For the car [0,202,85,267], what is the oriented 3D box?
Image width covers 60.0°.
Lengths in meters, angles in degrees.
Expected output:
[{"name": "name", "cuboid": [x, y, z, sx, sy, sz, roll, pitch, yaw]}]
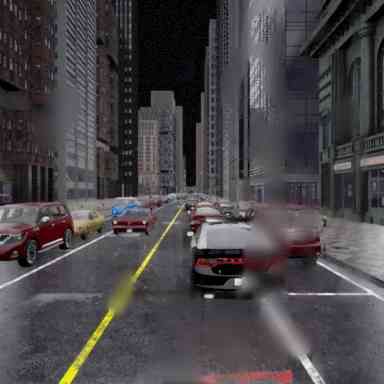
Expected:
[{"name": "car", "cuboid": [-5.751, 1.314, 11.584, 2.192, 1.841, 5.009, 0, 0, 0]}]

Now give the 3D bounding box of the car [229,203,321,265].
[{"name": "car", "cuboid": [2.774, 1.315, 11.579, 2.192, 1.841, 5.009, 0, 0, 0]}]

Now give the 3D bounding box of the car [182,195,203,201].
[{"name": "car", "cuboid": [0.087, 1.506, 45.591, 2.128, 1.511, 4.902, 0, 0, 1]}]

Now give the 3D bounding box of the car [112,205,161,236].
[{"name": "car", "cuboid": [-3.074, 1.601, 18.603, 1.895, 1.301, 4.718, 0, 0, 0]}]

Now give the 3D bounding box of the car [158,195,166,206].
[{"name": "car", "cuboid": [-5.697, 1.334, 51.069, 2.192, 1.841, 5.009, 0, 0, 0]}]

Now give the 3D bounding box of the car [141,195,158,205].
[{"name": "car", "cuboid": [-5.712, 1.325, 39.787, 2.192, 1.841, 5.009, 0, 0, 0]}]

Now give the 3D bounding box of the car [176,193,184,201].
[{"name": "car", "cuboid": [-2.880, 1.270, 89.899, 2.150, 2.045, 5.566, 0, 0, 0]}]

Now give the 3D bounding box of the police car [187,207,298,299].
[{"name": "police car", "cuboid": [0.897, 1.425, 8.600, 1.930, 1.638, 5.238, 0, 0, 0]}]

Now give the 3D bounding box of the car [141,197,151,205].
[{"name": "car", "cuboid": [-5.719, 1.558, 34.146, 2.008, 1.369, 4.403, 0, 0, 0]}]

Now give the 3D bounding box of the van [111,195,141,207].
[{"name": "van", "cuboid": [-5.728, 1.345, 28.506, 1.690, 1.788, 3.998, 0, 0, 0]}]

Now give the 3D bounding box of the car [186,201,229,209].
[{"name": "car", "cuboid": [0.803, 1.479, 18.462, 1.882, 1.535, 5.008, 0, 0, -2]}]

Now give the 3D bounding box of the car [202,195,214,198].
[{"name": "car", "cuboid": [2.821, 1.455, 45.421, 1.967, 1.590, 4.097, 0, 0, 0]}]

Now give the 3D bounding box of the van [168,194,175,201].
[{"name": "van", "cuboid": [-5.642, 1.389, 90.554, 1.690, 1.788, 3.998, 0, 0, 0]}]

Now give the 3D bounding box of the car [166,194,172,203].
[{"name": "car", "cuboid": [-5.672, 1.597, 67.991, 1.947, 1.339, 4.313, 0, 0, 0]}]

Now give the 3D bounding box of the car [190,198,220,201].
[{"name": "car", "cuboid": [0.933, 1.458, 24.679, 1.801, 1.575, 5.366, 0, 0, 0]}]

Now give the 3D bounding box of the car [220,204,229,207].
[{"name": "car", "cuboid": [2.783, 1.551, 17.219, 2.008, 1.369, 4.403, 0, 0, 0]}]

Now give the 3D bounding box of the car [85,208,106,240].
[{"name": "car", "cuboid": [-5.743, 1.526, 17.054, 1.752, 1.417, 4.829, 0, 0, 0]}]

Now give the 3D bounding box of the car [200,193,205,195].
[{"name": "car", "cuboid": [2.861, 1.580, 73.624, 1.887, 1.381, 4.507, 0, 0, 0]}]

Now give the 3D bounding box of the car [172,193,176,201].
[{"name": "car", "cuboid": [-5.657, 1.590, 79.272, 2.008, 1.369, 4.403, 0, 0, 0]}]

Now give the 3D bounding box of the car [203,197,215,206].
[{"name": "car", "cuboid": [2.837, 1.589, 56.702, 1.947, 1.339, 4.313, 0, 0, 0]}]
